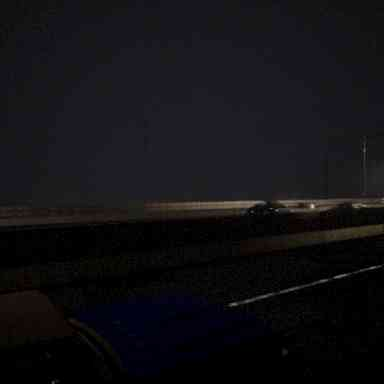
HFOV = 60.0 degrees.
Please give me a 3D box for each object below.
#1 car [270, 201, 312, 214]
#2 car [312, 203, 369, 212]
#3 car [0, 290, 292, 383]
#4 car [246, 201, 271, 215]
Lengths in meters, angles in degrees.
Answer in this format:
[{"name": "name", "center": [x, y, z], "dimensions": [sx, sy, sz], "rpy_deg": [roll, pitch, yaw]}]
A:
[{"name": "car", "center": [9.012, 1.572, 27.406], "dimensions": [4.718, 1.301, 1.895], "rpy_deg": [0, 0, -35]}, {"name": "car", "center": [11.756, 1.520, 25.051], "dimensions": [5.357, 1.411, 2.033], "rpy_deg": [0, 0, -35]}, {"name": "car", "center": [-1.325, 1.600, 2.795], "dimensions": [4.718, 1.301, 1.895], "rpy_deg": [0, 0, -35]}, {"name": "car", "center": [6.920, 1.535, 30.210], "dimensions": [4.181, 1.385, 1.994], "rpy_deg": [0, 0, -35]}]
